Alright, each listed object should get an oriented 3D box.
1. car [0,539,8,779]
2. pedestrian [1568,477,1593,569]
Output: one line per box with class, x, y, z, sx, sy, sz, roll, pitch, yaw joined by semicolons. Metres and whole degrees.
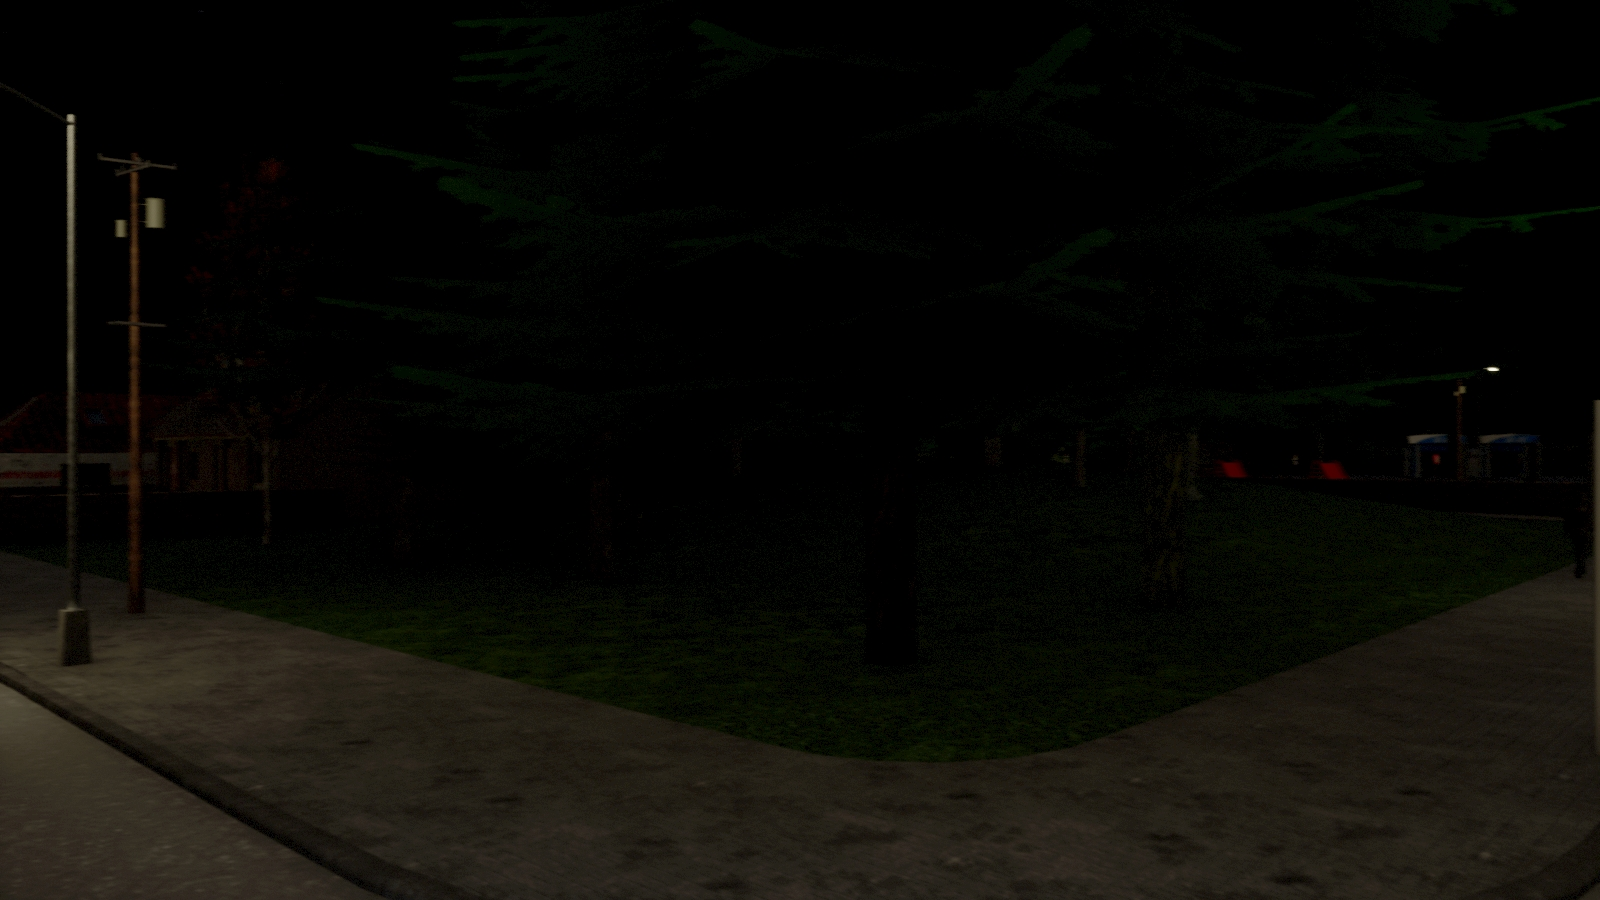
car;-8.545;1.644;9.877;4.605;1.855;1.932;0;0;44
pedestrian;15.983;1.479;23.396;0.375;1.860;0.375;0;0;44
